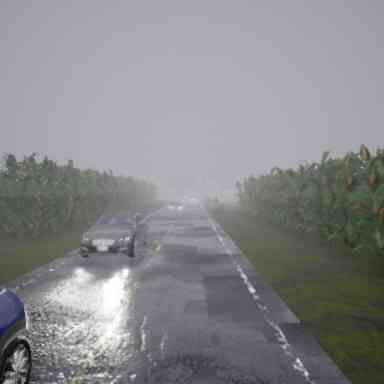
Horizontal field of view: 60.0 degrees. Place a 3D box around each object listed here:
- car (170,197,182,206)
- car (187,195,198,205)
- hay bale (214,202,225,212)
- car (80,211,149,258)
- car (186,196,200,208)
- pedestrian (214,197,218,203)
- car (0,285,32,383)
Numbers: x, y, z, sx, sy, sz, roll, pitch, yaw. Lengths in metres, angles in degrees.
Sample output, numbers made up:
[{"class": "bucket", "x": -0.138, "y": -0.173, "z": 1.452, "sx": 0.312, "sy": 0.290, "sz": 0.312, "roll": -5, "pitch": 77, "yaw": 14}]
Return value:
[{"class": "car", "x": -2.692, "y": 1.640, "z": 55.878, "sx": 1.812, "sy": 1.442, "sz": 4.674, "roll": 0, "pitch": 0, "yaw": 1}, {"class": "car", "x": 0.132, "y": 1.476, "z": 61.914, "sx": 2.097, "sy": 1.767, "sz": 4.553, "roll": 0, "pitch": 0, "yaw": 1}, {"class": "hay bale", "x": 3.201, "y": 1.750, "z": 39.020, "sx": 1.220, "sy": 1.180, "sz": 1.240, "roll": -1, "pitch": -1, "yaw": 0}, {"class": "car", "x": -2.815, "y": 1.528, "z": 12.978, "sx": 2.128, "sy": 1.511, "sz": 4.902, "roll": 0, "pitch": 0, "yaw": 0}, {"class": "car", "x": 0.120, "y": 1.636, "z": 49.714, "sx": 1.812, "sy": 1.442, "sz": 4.674, "roll": 0, "pitch": 0, "yaw": 0}, {"class": "pedestrian", "x": 2.911, "y": 1.404, "z": 40.127, "sx": 0.375, "sy": 1.860, "sz": 0.375, "roll": 1, "pitch": -1, "yaw": -3}, {"class": "car", "x": -2.844, "y": 1.356, "z": 1.827, "sx": 2.097, "sy": 1.767, "sz": 4.553, "roll": 0, "pitch": 0, "yaw": 0}]
